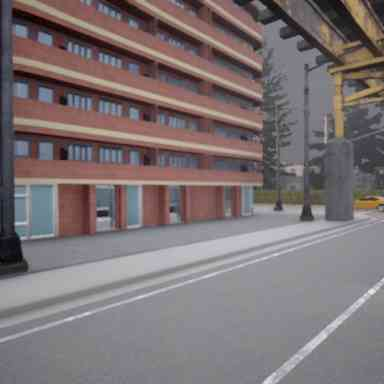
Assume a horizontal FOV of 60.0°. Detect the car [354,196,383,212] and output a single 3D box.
[{"bbox_3d":[17.895,1.155,33.729,5.008,1.535,1.882,-1,0,45],"label":"car"}]
